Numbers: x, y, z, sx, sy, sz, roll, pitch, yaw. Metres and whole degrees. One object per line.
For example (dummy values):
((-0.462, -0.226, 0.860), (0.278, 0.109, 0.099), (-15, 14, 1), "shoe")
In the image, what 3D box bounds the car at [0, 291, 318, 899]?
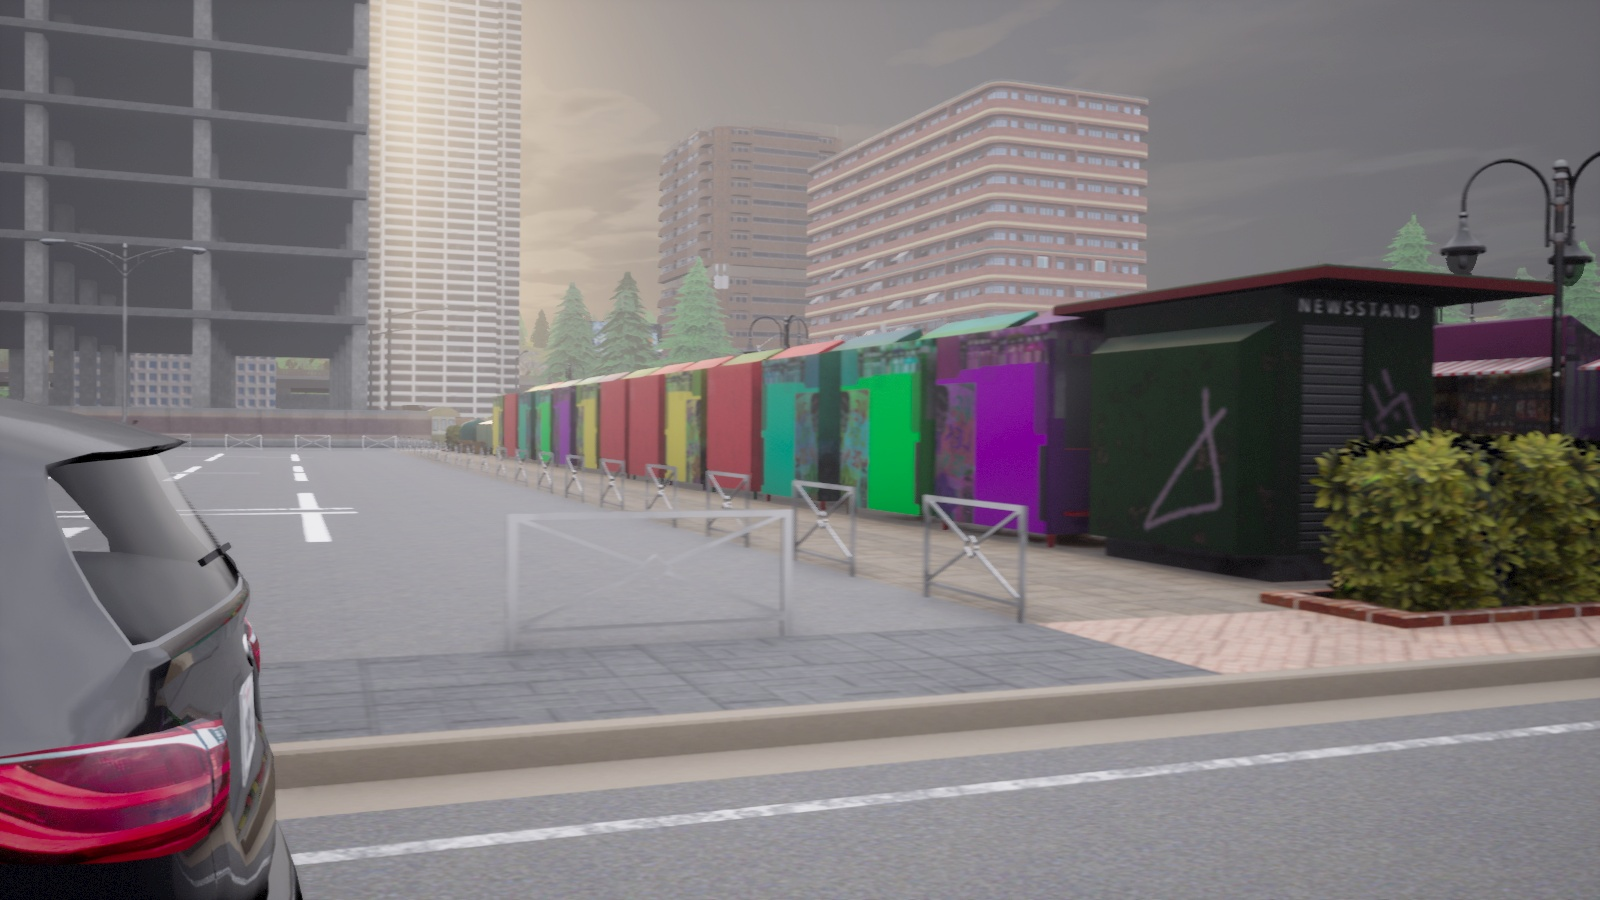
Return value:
((-3.256, 0.645, 2.001), (4.611, 1.667, 2.242), (-1, 1, -21), "car")
